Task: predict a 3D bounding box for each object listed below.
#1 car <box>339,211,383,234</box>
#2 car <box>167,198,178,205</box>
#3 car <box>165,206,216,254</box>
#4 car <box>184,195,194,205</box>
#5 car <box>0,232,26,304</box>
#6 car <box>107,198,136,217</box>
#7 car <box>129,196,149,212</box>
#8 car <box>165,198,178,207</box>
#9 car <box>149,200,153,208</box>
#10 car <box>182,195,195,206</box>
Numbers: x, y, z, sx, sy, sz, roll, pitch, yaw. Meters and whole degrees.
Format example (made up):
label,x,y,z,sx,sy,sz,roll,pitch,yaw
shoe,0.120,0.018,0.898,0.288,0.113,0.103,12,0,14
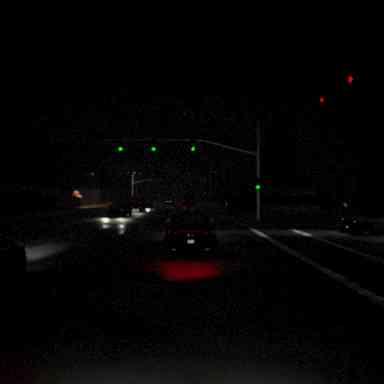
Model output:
label,x,y,z,sx,sy,sz,roll,pitch,yaw
car,11.355,1.743,19.636,4.718,1.301,1.895,0,0,-1
car,-4.174,2.075,72.773,2.033,1.411,5.357,0,0,0
car,-0.074,1.581,14.048,1.882,1.535,5.008,0,0,-1
car,-0.672,1.758,72.506,2.150,2.045,5.566,0,0,0
car,-4.799,1.546,7.021,2.128,1.511,4.902,0,0,-19
car,-7.528,1.735,34.771,1.882,1.535,5.008,0,0,0
car,-7.573,1.552,44.760,2.150,2.045,5.566,0,0,0
car,-4.103,1.951,62.463,2.128,1.511,4.902,0,0,0
car,-7.586,1.968,54.830,1.994,1.385,4.181,0,0,0
car,-0.598,1.675,61.770,2.150,2.045,5.566,0,0,0
